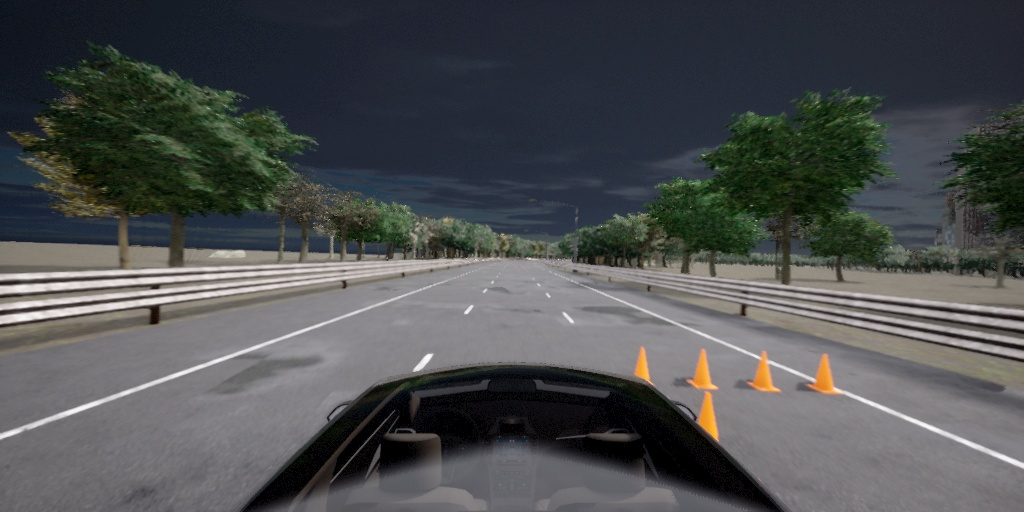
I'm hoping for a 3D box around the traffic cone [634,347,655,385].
[{"bbox_3d":[2.138,1.796,5.926,0.340,0.580,0.340,0,0,0],"label":"traffic cone"}]

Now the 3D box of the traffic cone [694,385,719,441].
[{"bbox_3d":[2.127,1.790,3.926,0.340,0.580,0.340,0,0,0],"label":"traffic cone"}]

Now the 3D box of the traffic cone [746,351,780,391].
[{"bbox_3d":[4.137,1.870,5.915,0.340,0.580,0.340,0,0,0],"label":"traffic cone"}]

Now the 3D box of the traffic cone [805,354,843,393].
[{"bbox_3d":[5.136,1.907,5.910,0.340,0.580,0.340,0,0,0],"label":"traffic cone"}]

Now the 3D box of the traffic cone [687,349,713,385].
[{"bbox_3d":[3.138,1.833,5.921,0.340,0.580,0.340,0,0,0],"label":"traffic cone"}]
